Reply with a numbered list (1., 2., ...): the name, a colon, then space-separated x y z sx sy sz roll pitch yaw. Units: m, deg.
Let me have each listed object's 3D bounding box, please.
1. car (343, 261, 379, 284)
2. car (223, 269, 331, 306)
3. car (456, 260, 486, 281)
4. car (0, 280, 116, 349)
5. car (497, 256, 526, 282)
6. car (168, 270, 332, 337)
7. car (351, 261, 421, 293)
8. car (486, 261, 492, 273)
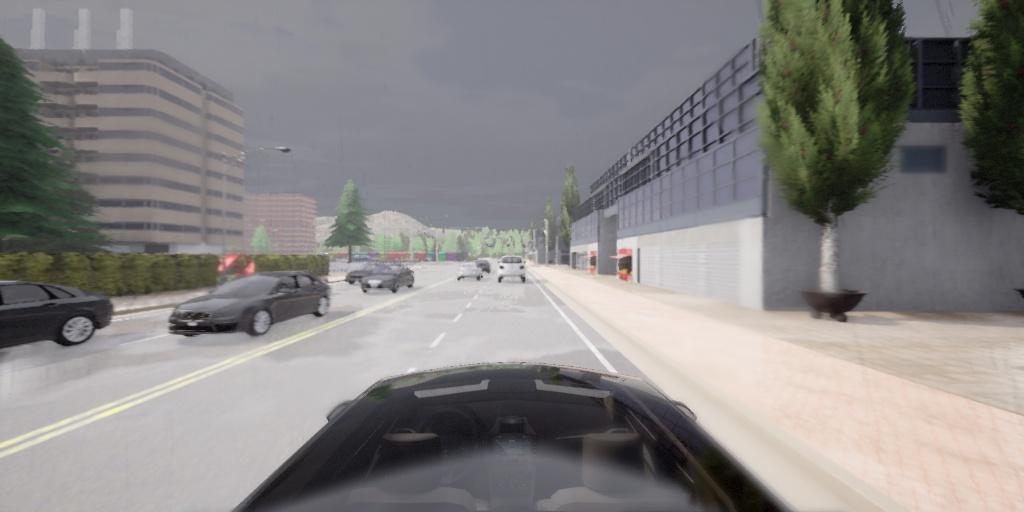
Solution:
1. car: -10.513 1.300 26.951 2.033 1.411 5.357 0 0 0
2. car: -10.566 1.352 16.654 1.895 1.301 4.718 0 0 0
3. car: -3.506 1.279 30.430 1.812 1.442 4.674 0 0 0
4. car: -10.594 1.254 6.637 1.837 1.490 4.892 0 0 0
5. car: -0.011 0.977 29.043 2.150 2.045 5.566 0 0 0
6. car: -7.087 1.255 10.388 1.837 1.490 4.892 0 0 0
7. car: -7.037 1.243 20.805 2.128 1.511 4.902 0 0 0
8. car: -3.489 1.262 43.484 1.837 1.490 4.892 0 1 0
